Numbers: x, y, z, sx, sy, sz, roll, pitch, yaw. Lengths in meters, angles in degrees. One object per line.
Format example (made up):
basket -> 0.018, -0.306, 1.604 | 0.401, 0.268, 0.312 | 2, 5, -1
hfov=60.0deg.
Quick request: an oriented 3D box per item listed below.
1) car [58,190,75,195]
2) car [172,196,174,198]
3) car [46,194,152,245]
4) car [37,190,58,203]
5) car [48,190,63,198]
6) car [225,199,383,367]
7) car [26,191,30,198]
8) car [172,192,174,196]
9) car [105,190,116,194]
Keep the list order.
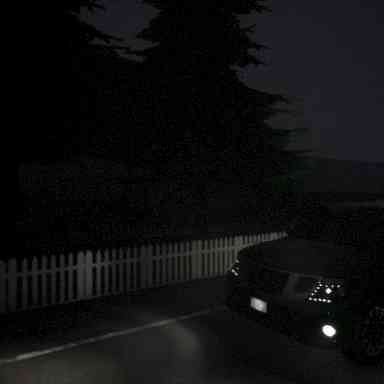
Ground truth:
car -> -18.881, 0.904, 51.415 | 1.970, 1.475, 3.806 | 0, 1, -34
car -> -3.518, 1.301, 21.520 | 4.611, 1.667, 2.242 | 0, 1, -34
car -> -3.971, 1.186, 14.401 | 3.866, 1.878, 1.905 | 0, 1, -34
car -> -21.982, 0.620, 50.070 | 1.905, 1.878, 3.866 | 0, 1, -34
car -> -30.695, 0.481, 74.626 | 2.152, 1.636, 5.027 | 0, 1, -34
car -> 3.221, 1.183, 6.047 | 5.566, 2.045, 2.150 | 0, 0, -33
car -> -35.848, 0.572, 70.787 | 1.970, 1.475, 3.806 | 0, 1, -34
car -> -4.559, 0.765, 70.304 | 1.845, 1.501, 3.633 | 0, 1, -34
car -> -20.065, 0.384, 81.746 | 1.905, 1.878, 3.866 | 0, 1, -34
